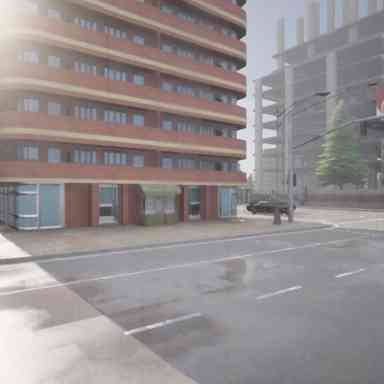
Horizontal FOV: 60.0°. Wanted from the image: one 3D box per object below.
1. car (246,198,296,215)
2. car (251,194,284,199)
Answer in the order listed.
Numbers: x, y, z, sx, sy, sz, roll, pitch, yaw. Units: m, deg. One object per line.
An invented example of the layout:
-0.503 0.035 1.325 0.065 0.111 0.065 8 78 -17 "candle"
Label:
7.662 1.601 32.699 1.895 1.301 4.718 0 0 -36 "car"
8.819 1.222 37.042 2.150 2.045 5.566 0 0 -36 "car"
